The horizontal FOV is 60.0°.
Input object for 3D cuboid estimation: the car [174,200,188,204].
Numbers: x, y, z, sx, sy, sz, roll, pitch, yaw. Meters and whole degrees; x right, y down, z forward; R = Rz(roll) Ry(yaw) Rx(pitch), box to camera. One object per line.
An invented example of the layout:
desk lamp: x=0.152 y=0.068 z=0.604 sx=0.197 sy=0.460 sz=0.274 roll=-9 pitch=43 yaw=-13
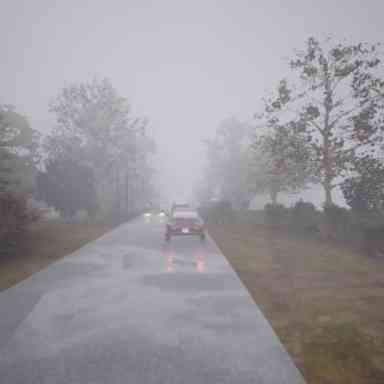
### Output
car: x=-1.176 y=1.622 z=35.073 sx=1.882 sy=1.535 sz=5.008 roll=0 pitch=-1 yaw=-3

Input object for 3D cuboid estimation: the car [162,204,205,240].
car: x=-0.367 y=1.528 z=16.864 sx=1.812 sy=1.442 sz=4.674 roll=0 pitch=0 yaw=-2

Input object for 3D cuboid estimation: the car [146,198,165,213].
car: x=-4.314 y=1.555 z=39.735 sx=2.097 sy=1.767 sz=4.553 roll=1 pitch=-1 yaw=-2
